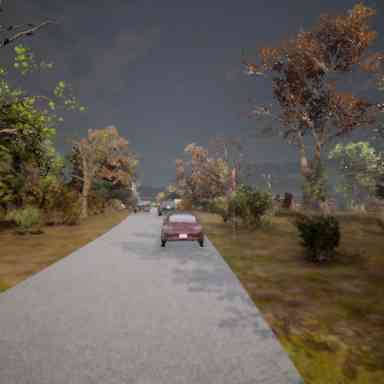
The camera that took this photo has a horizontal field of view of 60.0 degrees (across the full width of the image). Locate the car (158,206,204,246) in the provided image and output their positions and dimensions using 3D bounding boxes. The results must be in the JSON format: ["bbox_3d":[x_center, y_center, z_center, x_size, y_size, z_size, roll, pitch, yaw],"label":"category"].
[{"bbox_3d":[-0.492,1.606,15.552,1.812,1.442,4.674,0,0,-4],"label":"car"}]

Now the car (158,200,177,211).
[{"bbox_3d":[-2.777,1.720,37.637,2.097,1.767,4.553,0,-1,-7],"label":"car"}]

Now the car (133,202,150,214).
[{"bbox_3d":[-6.306,1.995,41.942,1.994,1.385,4.181,0,-1,-8],"label":"car"}]
